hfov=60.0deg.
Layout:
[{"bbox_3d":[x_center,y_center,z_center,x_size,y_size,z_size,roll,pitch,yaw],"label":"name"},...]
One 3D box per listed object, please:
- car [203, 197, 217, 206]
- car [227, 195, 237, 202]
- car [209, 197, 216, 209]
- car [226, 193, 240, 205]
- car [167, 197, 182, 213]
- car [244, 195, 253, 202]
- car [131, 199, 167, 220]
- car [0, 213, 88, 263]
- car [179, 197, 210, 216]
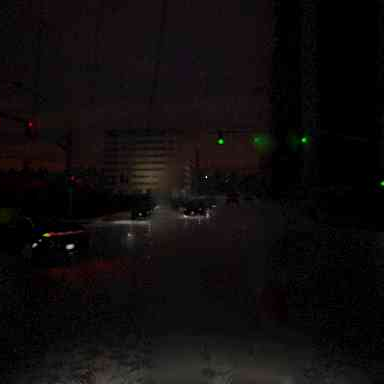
[{"bbox_3d":[2.978,1.493,53.959,2.033,1.411,5.357,0,0,7],"label":"car"},{"bbox_3d":[8.598,1.393,71.467,1.882,1.535,5.008,0,0,7],"label":"car"},{"bbox_3d":[1.645,1.450,43.373,2.128,1.511,4.902,0,0,7],"label":"car"},{"bbox_3d":[6.946,1.151,56.826,2.150,2.045,5.566,0,0,7],"label":"car"},{"bbox_3d":[-2.637,1.502,37.200,1.812,1.442,4.674,0,0,7],"label":"car"},{"bbox_3d":[12.107,1.444,71.333,2.033,1.411,5.357,0,0,7],"label":"car"},{"bbox_3d":[-3.735,1.491,28.219,1.837,1.490,4.892,0,0,7],"label":"car"},{"bbox_3d":[-5.751,1.537,12.262,4.902,1.511,2.128,0,0,41],"label":"car"},{"bbox_3d":[0.382,1.518,33.079,2.033,1.411,5.357,0,0,7],"label":"car"}]
